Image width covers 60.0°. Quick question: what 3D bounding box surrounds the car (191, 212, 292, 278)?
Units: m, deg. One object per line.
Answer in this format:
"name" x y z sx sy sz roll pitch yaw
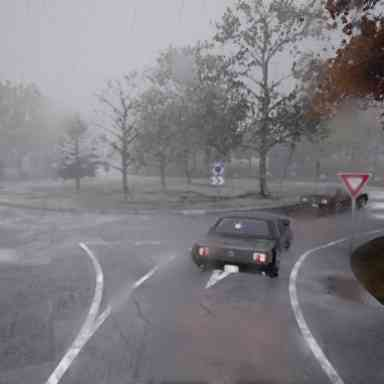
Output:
"car" 1.651 1.206 9.204 1.895 1.301 4.718 2 5 21

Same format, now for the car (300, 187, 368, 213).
"car" 8.687 0.375 20.056 4.718 1.301 1.895 -5 7 -37

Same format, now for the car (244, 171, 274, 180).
"car" 10.270 -2.509 50.933 4.674 1.442 1.812 4 6 40
